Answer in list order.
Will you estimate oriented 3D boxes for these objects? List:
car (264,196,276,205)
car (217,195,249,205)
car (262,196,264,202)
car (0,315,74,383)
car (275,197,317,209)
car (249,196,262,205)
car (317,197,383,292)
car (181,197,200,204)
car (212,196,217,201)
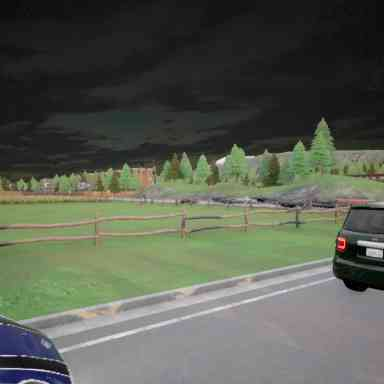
[{"bbox_3d":[15.700,1.547,58.002,2.033,1.411,5.357,0,0,-36],"label":"car"},{"bbox_3d":[7.087,1.504,57.913,1.837,1.490,4.892,0,0,-36],"label":"car"},{"bbox_3d":[14.217,1.477,66.036,1.882,1.535,5.008,0,0,-36],"label":"car"},{"bbox_3d":[-2.916,1.352,1.660,4.553,1.767,2.097,0,0,-36],"label":"car"},{"bbox_3d":[13.742,1.491,42.904,2.128,1.511,4.902,0,0,-36],"label":"car"},{"bbox_3d":[9.826,1.526,60.107,1.812,1.442,4.674,0,0,-36],"label":"car"},{"bbox_3d":[5.552,1.221,7.728,5.566,2.045,2.150,0,0,-36],"label":"car"},{"bbox_3d":[-0.308,1.565,62.142,1.994,1.385,4.181,0,0,-36],"label":"car"},{"bbox_3d":[6.263,1.434,71.014,1.812,1.442,4.674,0,0,-36],"label":"car"}]
